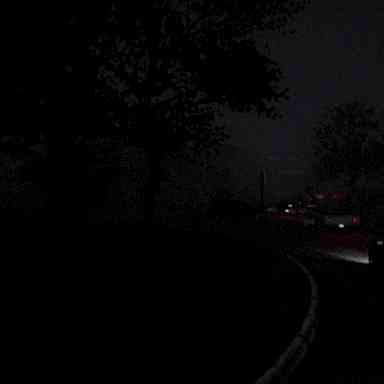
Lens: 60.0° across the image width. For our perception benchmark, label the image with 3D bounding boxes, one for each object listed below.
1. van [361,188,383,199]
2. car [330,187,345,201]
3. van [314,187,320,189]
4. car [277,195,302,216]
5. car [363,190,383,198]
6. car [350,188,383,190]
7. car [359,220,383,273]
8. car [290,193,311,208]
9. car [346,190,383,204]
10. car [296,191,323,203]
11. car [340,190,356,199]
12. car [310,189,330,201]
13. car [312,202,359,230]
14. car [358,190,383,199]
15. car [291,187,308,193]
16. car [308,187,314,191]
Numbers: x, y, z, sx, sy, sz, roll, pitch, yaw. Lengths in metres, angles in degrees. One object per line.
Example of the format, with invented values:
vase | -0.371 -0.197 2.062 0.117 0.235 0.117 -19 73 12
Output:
van | 32.941 0.280 59.829 4.442 1.987 1.878 0 2 33
car | 25.504 0.544 56.908 2.097 1.767 4.553 0 1 31
van | 30.855 -0.300 85.962 1.878 1.987 4.442 0 1 38
car | 9.119 1.350 31.437 1.837 1.490 4.892 0 1 19
car | 35.849 0.395 64.457 4.674 1.452 2.002 0 2 34
car | 25.788 0.716 48.323 4.553 1.767 2.185 0 1 31
car | 5.564 1.543 7.468 2.033 1.411 5.357 0 0 15
car | 12.939 1.206 40.747 1.994 1.385 4.181 0 1 26
car | 24.338 0.906 45.984 4.892 1.521 2.231 0 1 31
car | 17.576 0.979 49.656 2.033 1.411 5.357 0 1 31
car | 30.878 0.449 65.642 2.128 1.511 4.902 0 2 34
car | 22.608 0.679 58.216 1.882 1.535 5.008 0 1 32
car | 8.883 1.576 20.836 1.895 1.301 4.718 0 0 12
car | 34.181 0.428 62.289 5.366 1.575 1.946 0 2 34
car | 24.398 0.242 77.129 2.097 1.535 5.008 0 2 35
car | 27.589 0.115 81.597 2.163 1.488 4.792 0 2 37
